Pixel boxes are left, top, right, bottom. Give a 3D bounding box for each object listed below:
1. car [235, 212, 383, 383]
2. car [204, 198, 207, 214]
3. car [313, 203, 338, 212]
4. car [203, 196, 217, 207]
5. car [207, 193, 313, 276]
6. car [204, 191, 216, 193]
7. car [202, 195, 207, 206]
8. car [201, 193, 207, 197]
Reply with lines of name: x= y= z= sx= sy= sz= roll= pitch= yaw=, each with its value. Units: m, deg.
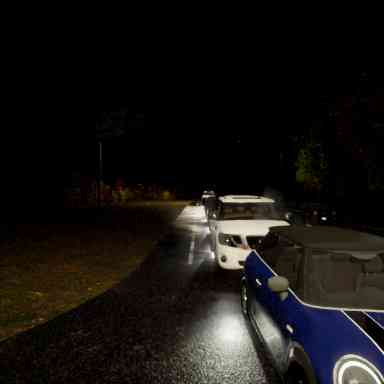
car: x=1.940 y=1.338 z=4.156 sx=2.097 sy=1.767 sz=4.553 roll=0 pitch=0 yaw=0
car: x=1.978 y=1.380 z=23.089 sx=1.837 sy=1.490 sz=4.892 roll=0 pitch=0 yaw=1
car: x=8.995 y=1.470 z=24.681 sx=1.895 sy=1.301 sz=4.718 roll=0 pitch=0 yaw=1
car: x=2.567 y=1.314 z=48.008 sx=1.994 sy=1.385 sz=4.181 roll=0 pitch=0 yaw=2
car: x=1.716 y=1.160 z=10.502 sx=2.150 sy=2.045 sz=5.566 roll=0 pitch=0 yaw=1
car: x=2.743 y=0.938 z=54.441 sx=2.150 sy=2.045 sz=5.566 roll=0 pitch=0 yaw=2
car: x=2.113 y=1.322 z=29.344 sx=1.882 sy=1.535 sz=5.008 roll=0 pitch=0 yaw=1
car: x=2.393 y=1.275 z=41.599 sx=2.128 sy=1.511 sz=4.902 roll=0 pitch=0 yaw=1
